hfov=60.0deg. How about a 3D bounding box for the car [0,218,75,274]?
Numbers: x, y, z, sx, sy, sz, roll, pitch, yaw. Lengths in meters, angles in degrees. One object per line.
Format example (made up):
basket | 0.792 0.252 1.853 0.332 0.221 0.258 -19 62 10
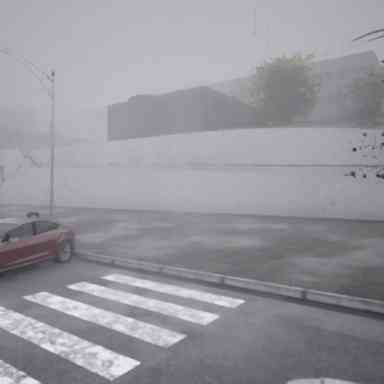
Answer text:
car | -5.391 1.536 9.612 2.163 1.488 4.792 0 -1 15
